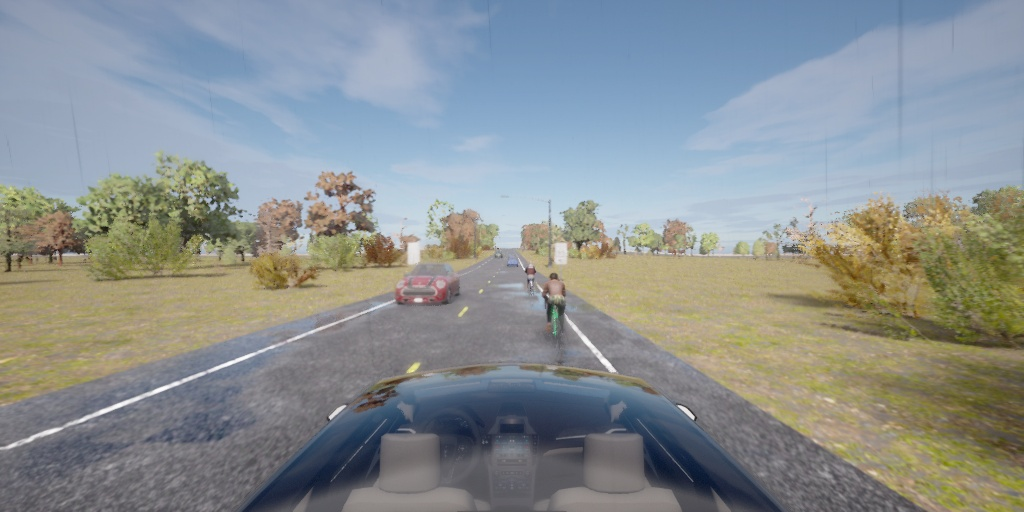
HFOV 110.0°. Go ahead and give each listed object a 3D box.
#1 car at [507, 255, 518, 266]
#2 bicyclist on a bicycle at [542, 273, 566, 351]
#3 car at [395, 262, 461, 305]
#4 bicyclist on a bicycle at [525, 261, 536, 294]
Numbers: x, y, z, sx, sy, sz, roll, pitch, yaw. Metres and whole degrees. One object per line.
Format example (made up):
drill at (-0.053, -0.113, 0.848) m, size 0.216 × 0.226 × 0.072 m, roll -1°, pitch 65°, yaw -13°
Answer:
car at (0.104, 0.967, 59.891) m, size 2.033 × 1.411 × 5.357 m, roll 0°, pitch 2°, yaw 0°
bicyclist on a bicycle at (0.963, 1.203, 8.044) m, size 0.582 × 1.620 × 1.656 m, roll 0°, pitch 0°, yaw 0°
car at (-3.599, 1.101, 16.049) m, size 2.097 × 1.767 × 4.553 m, roll 0°, pitch 0°, yaw 0°
bicyclist on a bicycle at (0.964, 1.120, 18.669) m, size 0.659 × 1.776 × 1.843 m, roll 0°, pitch 0°, yaw 0°
